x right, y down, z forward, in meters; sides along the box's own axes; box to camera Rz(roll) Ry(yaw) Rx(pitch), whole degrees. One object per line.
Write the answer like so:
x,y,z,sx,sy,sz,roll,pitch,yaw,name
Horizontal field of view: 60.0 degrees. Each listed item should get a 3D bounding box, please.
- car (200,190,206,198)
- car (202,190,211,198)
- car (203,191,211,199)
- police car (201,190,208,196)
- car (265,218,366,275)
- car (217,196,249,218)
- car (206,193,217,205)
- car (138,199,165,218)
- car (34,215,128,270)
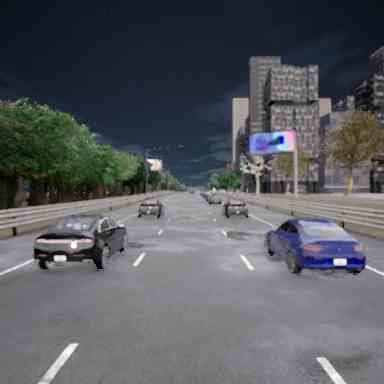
3.507,0.803,71.793,2.163,1.488,4.792,0,1,0,car
3.509,0.465,82.729,2.097,1.767,4.553,0,1,0,car
3.507,1.035,60.764,2.033,1.411,5.357,0,1,0,car
3.511,0.352,93.866,1.930,1.638,5.238,0,1,0,police car
3.599,1.530,10.372,1.812,1.442,4.674,0,0,0,car
3.601,1.363,28.400,2.128,1.511,4.902,0,1,0,car
3.505,1.209,49.769,1.994,1.385,4.181,0,1,0,car
-3.397,1.363,28.413,2.128,1.511,4.902,0,1,0,car
-3.399,1.494,10.997,2.128,1.511,4.902,0,0,0,car
